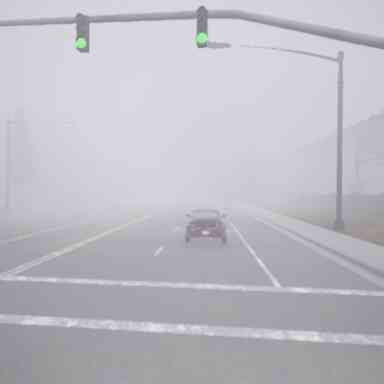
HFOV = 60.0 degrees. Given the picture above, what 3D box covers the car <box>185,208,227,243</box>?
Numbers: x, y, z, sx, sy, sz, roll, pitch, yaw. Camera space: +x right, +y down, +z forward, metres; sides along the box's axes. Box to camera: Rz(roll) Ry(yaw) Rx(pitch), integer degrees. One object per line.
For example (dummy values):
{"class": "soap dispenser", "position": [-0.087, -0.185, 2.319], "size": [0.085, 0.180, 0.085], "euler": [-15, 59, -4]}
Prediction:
{"class": "car", "position": [0.671, 1.509, 16.062], "size": [1.812, 1.442, 4.674], "euler": [0, 0, 3]}
